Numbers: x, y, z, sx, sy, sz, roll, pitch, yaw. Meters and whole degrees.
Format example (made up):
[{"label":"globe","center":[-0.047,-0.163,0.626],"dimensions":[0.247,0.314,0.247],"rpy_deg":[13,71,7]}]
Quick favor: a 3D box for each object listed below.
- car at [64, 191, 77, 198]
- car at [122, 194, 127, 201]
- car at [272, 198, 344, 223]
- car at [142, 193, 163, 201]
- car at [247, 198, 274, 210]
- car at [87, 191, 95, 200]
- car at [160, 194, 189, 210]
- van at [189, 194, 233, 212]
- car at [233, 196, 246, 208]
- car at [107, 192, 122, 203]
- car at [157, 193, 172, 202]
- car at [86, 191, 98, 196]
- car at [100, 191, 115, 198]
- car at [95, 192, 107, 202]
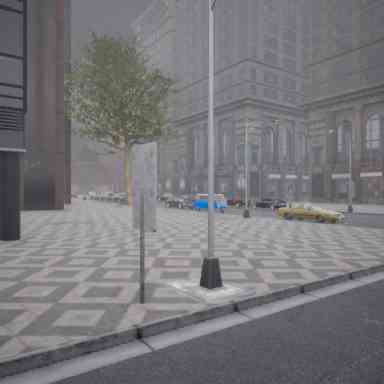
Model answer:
[{"label":"car","center":[-27.175,0.484,74.570],"dimensions":[1.967,1.590,4.097],"rpy_deg":[1,0,-35]},{"label":"car","center":[-7.751,1.051,46.821],"dimensions":[1.752,1.417,4.829],"rpy_deg":[1,0,-35]},{"label":"car","center":[8.359,1.398,23.803],"dimensions":[1.752,1.417,4.829],"rpy_deg":[1,0,-35]},{"label":"car","center":[-7.311,0.910,61.058],"dimensions":[2.008,1.369,4.403],"rpy_deg":[1,0,-35]},{"label":"car","center":[8.796,1.315,38.048],"dimensions":[1.947,1.339,4.313],"rpy_deg":[1,0,-35]},{"label":"car","center":[-17.512,0.830,60.766],"dimensions":[2.008,1.369,4.403],"rpy_deg":[1,0,-35]},{"label":"car","center":[-1.404,1.230,37.753],"dimensions":[2.008,1.369,4.403],"rpy_deg":[1,0,-35]},{"label":"van","center":[1.819,1.091,33.150],"dimensions":[1.690,1.788,3.998],"rpy_deg":[1,0,-35]},{"label":"car","center":[5.576,1.224,42.649],"dimensions":[1.887,1.381,4.507],"rpy_deg":[1,0,-35]},{"label":"car","center":[-11.069,0.992,51.562],"dimensions":[2.008,1.369,4.403],"rpy_deg":[1,0,-35]},{"label":"car","center":[-4.087,0.881,56.457],"dimensions":[1.967,1.590,4.097],"rpy_deg":[1,0,-35]},{"label":"car","center":[-26.639,0.472,88.666],"dimensions":[1.802,1.307,4.206],"rpy_deg":[1,0,-35]},{"label":"car","center":[-20.196,0.588,79.463],"dimensions":[1.887,1.381,4.507],"rpy_deg":[1,0,-35]},{"label":"car","center":[-14.291,0.911,56.164],"dimensions":[2.008,1.369,4.403],"rpy_deg":[1,0,-35]}]
